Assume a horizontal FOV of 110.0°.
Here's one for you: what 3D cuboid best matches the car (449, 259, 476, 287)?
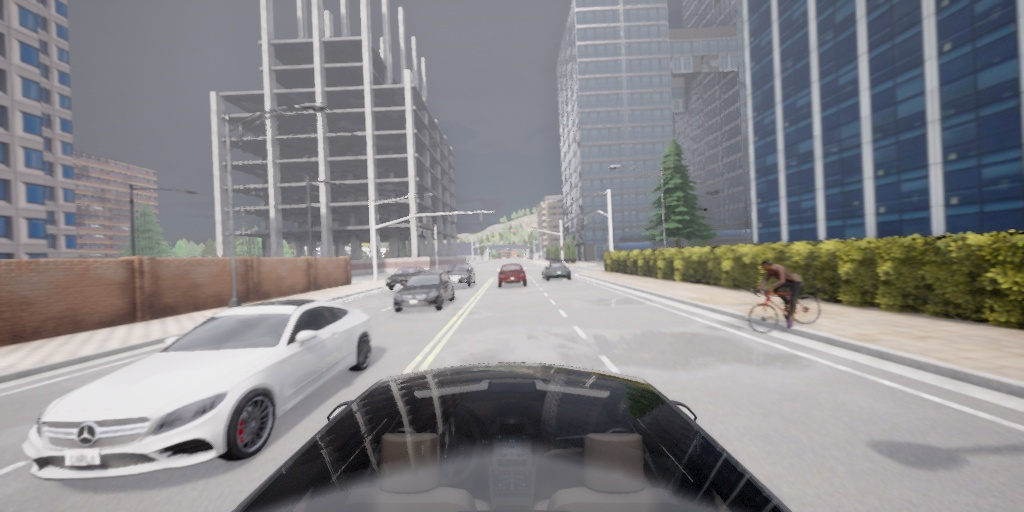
[{"bbox_3d":[-3.595,1.258,24.981,2.128,1.511,4.902,-3,0,0],"label":"car"}]

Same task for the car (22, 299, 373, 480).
[{"bbox_3d":[-3.626,1.436,5.342,1.812,1.442,4.674,-3,0,0],"label":"car"}]

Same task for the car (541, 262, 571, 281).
[{"bbox_3d":[3.505,1.183,28.711,1.994,1.385,4.181,-3,0,0],"label":"car"}]

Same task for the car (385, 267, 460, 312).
[{"bbox_3d":[-3.652,1.446,15.611,1.812,1.442,4.674,-3,0,0],"label":"car"}]

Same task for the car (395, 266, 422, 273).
[{"bbox_3d":[-7.091,1.426,24.974,2.033,1.411,5.357,-3,0,0],"label":"car"}]

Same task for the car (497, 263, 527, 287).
[{"bbox_3d":[0.009,1.246,24.916,1.882,1.535,5.008,-3,0,0],"label":"car"}]

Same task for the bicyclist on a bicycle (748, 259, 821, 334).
[{"bbox_3d":[5.983,0.848,8.002,1.656,1.620,0.582,-12,0,0],"label":"bicyclist on a bicycle"}]
